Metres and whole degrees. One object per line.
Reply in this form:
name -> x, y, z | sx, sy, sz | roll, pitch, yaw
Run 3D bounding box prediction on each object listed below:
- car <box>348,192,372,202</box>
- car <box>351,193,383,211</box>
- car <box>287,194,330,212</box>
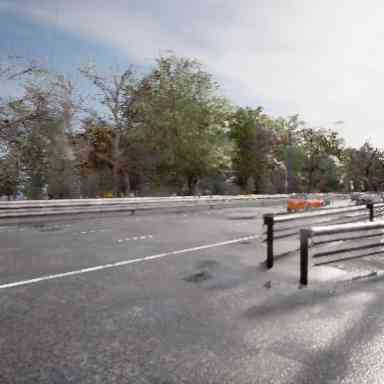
car -> 27.461, 0.850, 54.282 | 2.128, 1.511, 4.902 | 0, 1, 43
car -> 18.197, 1.062, 33.825 | 1.837, 1.490, 4.892 | 0, 0, 43
car -> 10.646, 0.948, 30.819 | 2.097, 1.767, 4.553 | 0, 1, 43
